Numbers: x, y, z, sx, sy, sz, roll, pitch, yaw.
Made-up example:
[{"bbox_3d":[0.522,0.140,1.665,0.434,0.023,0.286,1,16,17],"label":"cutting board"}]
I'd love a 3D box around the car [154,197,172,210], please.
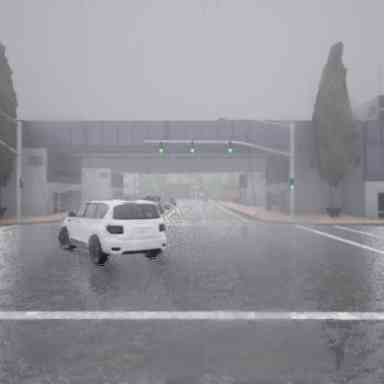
[{"bbox_3d":[-4.142,1.622,47.899,2.097,1.767,4.553,0,-1,1],"label":"car"}]

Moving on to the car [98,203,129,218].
[{"bbox_3d":[-7.758,1.787,33.230,1.895,1.301,4.718,0,0,0],"label":"car"}]

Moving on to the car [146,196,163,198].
[{"bbox_3d":[-4.232,1.425,36.485,2.150,2.045,5.566,0,0,1],"label":"car"}]

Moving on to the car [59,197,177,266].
[{"bbox_3d":[-3.084,1.291,12.222,2.150,2.045,5.566,1,-1,-36],"label":"car"}]

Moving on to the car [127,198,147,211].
[{"bbox_3d":[-7.656,1.738,46.442,1.882,1.535,5.008,0,0,0],"label":"car"}]

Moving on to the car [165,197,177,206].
[{"bbox_3d":[-3.976,1.833,63.932,1.882,1.535,5.008,0,0,1],"label":"car"}]

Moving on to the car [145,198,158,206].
[{"bbox_3d":[-7.501,1.824,62.179,1.882,1.535,5.008,0,0,1],"label":"car"}]
